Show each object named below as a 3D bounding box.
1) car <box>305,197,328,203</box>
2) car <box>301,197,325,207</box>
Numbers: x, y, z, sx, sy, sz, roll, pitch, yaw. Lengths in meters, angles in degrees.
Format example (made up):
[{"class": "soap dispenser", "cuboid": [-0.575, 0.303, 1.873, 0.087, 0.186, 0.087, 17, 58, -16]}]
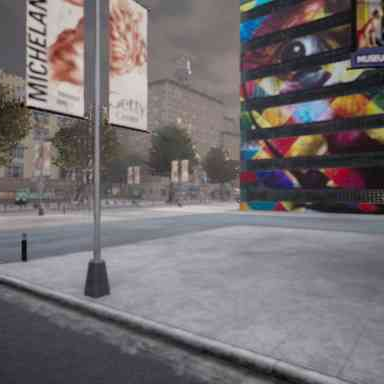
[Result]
[{"class": "car", "cuboid": [14.203, 1.355, 37.559, 2.002, 1.452, 4.674, 0, 0, 36]}, {"class": "car", "cuboid": [18.129, 1.459, 49.820, 2.161, 1.482, 4.786, 0, 0, 36]}]
